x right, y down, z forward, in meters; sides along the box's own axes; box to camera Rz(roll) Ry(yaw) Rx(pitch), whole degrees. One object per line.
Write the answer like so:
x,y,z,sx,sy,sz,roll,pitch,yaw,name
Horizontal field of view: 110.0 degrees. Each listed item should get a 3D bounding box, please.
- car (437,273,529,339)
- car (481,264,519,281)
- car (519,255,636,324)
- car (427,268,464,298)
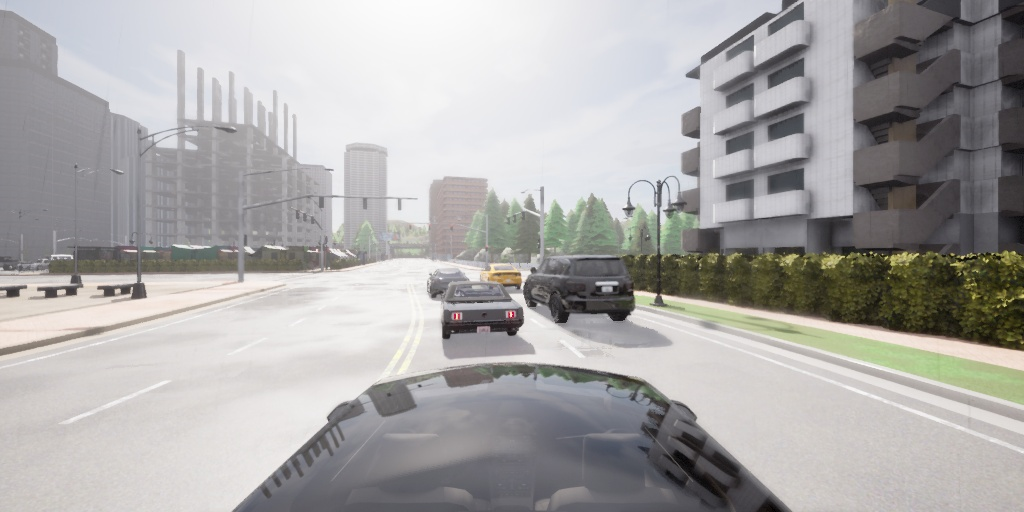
-1.078,1.351,10.157,1.895,1.301,4.718,0,0,-12,car
-0.797,1.228,22.382,1.882,1.535,5.008,0,0,-14,car
1.998,0.973,12.224,2.150,2.045,5.566,0,0,-12,car
-3.323,1.314,18.624,1.994,1.385,4.181,0,0,-16,car
